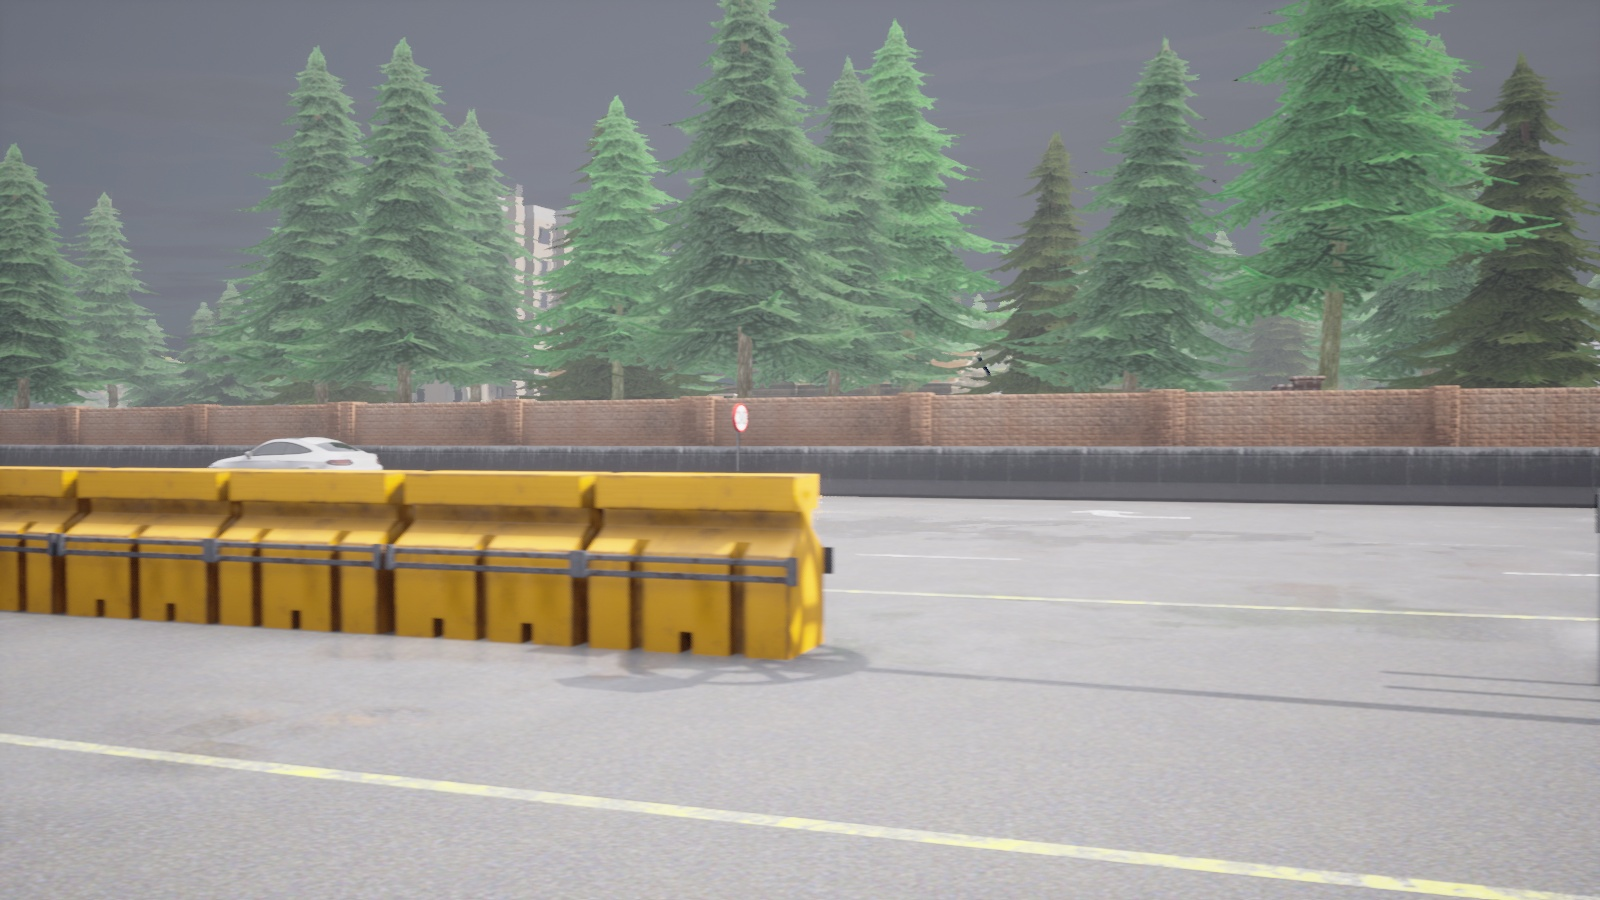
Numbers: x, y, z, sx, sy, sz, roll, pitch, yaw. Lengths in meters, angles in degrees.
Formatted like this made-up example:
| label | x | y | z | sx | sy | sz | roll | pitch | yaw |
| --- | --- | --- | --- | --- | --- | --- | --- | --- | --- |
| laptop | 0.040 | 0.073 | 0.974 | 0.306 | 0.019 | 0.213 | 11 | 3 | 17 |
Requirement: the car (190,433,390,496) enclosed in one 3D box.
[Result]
| label | x | y | z | sx | sy | sz | roll | pitch | yaw |
| --- | --- | --- | --- | --- | --- | --- | --- | --- | --- |
| car | -12.530 | 0.318 | 30.849 | 4.674 | 1.442 | 1.812 | 1 | 1 | 24 |
